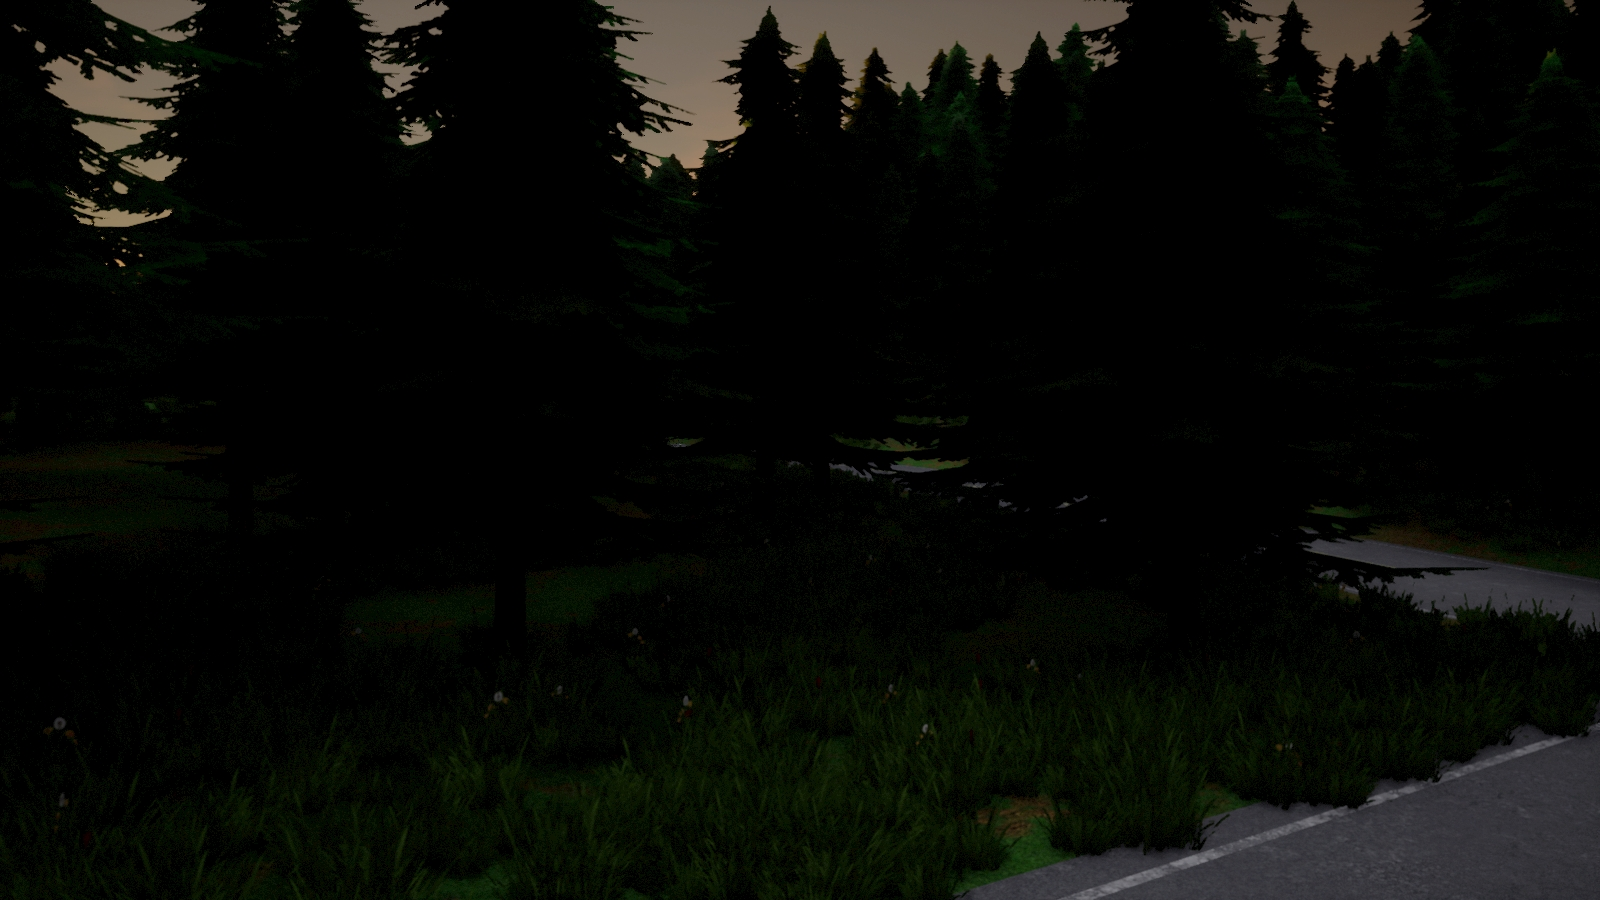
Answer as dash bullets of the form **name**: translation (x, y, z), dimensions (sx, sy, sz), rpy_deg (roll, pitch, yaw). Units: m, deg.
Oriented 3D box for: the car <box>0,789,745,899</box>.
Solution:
- **car**: translation (-2.266, 2.063, 2.176), dimensions (4.792, 1.488, 2.163), rpy_deg (0, 0, -35)
